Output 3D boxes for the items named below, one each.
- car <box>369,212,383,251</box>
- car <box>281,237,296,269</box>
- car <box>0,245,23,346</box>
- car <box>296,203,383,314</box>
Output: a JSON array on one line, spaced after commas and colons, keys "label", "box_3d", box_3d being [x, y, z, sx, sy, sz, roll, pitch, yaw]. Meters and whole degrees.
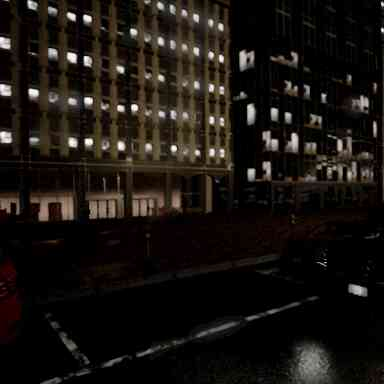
[{"label": "car", "box_3d": [9.006, 1.469, 12.995, 4.313, 1.339, 1.947, 0, 0, -36]}, {"label": "car", "box_3d": [4.506, 1.483, 9.783, 4.507, 1.381, 1.887, 0, 0, -36]}, {"label": "car", "box_3d": [-4.494, 1.327, 3.362, 5.009, 1.841, 2.192, 0, 0, -36]}, {"label": "car", "box_3d": [4.850, 1.170, 6.818, 5.566, 2.045, 2.150, 0, 0, -35]}]
